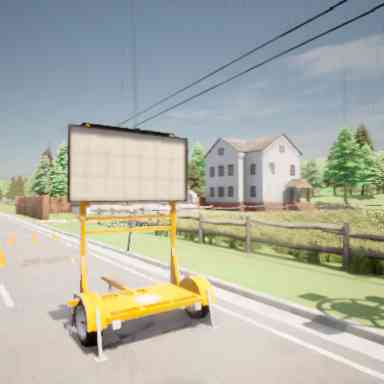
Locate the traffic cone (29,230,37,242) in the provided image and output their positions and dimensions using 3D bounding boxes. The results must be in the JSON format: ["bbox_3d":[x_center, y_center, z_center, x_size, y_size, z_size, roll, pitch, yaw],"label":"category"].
[{"bbox_3d":[-8.244,2.298,17.293,0.340,0.580,0.340,1,-1,-35],"label":"traffic cone"}]

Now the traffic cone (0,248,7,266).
[{"bbox_3d":[-6.452,2.179,11.229,0.340,0.580,0.340,1,-1,-35],"label":"traffic cone"}]

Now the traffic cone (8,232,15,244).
[{"bbox_3d":[-9.064,2.286,16.721,0.340,0.580,0.340,1,-1,-35],"label":"traffic cone"}]

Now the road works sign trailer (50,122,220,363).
[{"bbox_3d":[-1.226,0.594,6.369,2.380,3.560,2.880,1,-1,-35],"label":"road works sign trailer"}]
